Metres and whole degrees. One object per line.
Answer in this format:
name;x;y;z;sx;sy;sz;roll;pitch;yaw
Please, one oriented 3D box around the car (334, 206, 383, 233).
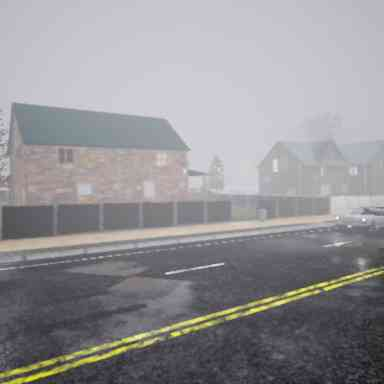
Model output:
car;10.133;1.496;18.897;4.718;1.301;1.895;0;0;-35
